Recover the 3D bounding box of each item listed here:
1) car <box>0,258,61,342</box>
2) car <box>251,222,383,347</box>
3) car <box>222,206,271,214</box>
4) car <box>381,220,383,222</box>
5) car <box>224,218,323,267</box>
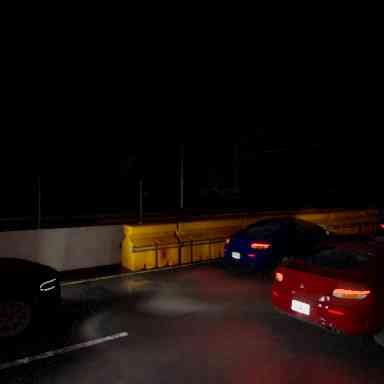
[{"bbox_3d":[-4.556,1.478,4.794,5.008,1.535,1.882,0,0,-35],"label":"car"},{"bbox_3d":[3.455,1.526,6.222,4.674,1.442,1.812,0,0,-36],"label":"car"},{"bbox_3d":[3.039,1.547,19.120,5.357,1.411,2.033,0,0,-36],"label":"car"},{"bbox_3d":[10.854,1.547,15.790,5.357,1.411,2.033,0,0,-36],"label":"car"},{"bbox_3d":[3.055,1.526,10.230,4.674,1.442,1.812,0,0,-35],"label":"car"}]
